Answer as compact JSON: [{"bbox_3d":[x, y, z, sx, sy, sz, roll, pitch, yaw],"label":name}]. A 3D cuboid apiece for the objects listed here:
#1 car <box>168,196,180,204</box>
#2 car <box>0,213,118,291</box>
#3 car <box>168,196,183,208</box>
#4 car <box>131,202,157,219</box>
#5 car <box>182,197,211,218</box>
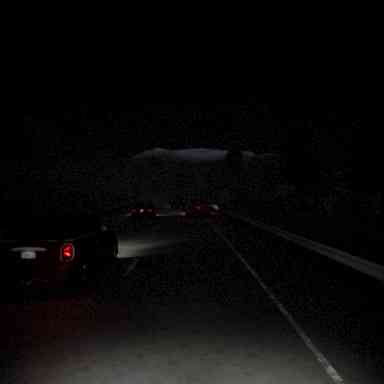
[{"bbox_3d":[-3.494,1.523,63.153,2.033,1.411,5.357,0,0,-6],"label":"car"},{"bbox_3d":[-3.472,1.348,9.136,2.097,1.767,4.553,0,0,-1],"label":"car"},{"bbox_3d":[-2.089,1.332,48.479,2.097,1.767,4.553,0,0,-5],"label":"car"},{"bbox_3d":[-4.102,1.536,28.753,2.033,1.411,5.357,0,0,-3],"label":"car"},{"bbox_3d":[0.458,1.339,30.440,2.097,1.767,4.553,0,0,-3],"label":"car"}]
